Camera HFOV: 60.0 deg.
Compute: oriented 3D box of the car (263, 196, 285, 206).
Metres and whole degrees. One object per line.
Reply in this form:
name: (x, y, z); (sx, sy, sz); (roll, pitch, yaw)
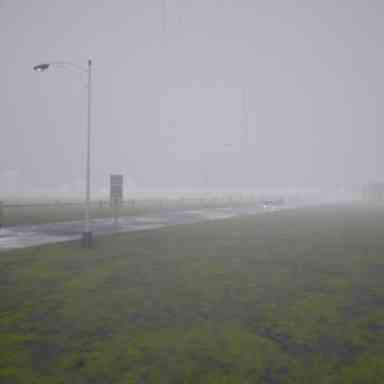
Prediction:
car: (12.658, 1.306, 50.852); (2.033, 1.411, 5.357); (1, 1, 33)
